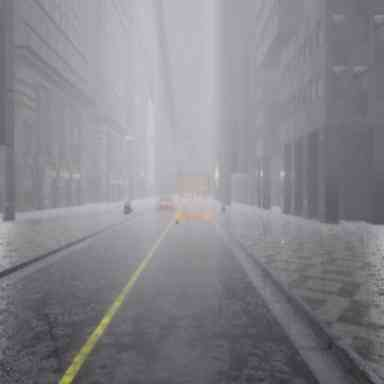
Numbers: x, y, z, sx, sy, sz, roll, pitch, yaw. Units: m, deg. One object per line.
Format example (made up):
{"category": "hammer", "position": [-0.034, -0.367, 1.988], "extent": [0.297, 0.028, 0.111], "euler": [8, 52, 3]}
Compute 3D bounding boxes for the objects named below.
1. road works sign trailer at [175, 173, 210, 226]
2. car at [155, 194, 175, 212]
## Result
{"category": "road works sign trailer", "position": [0.027, 0.454, 23.189], "extent": [2.380, 3.560, 2.880], "euler": [0, 0, 0]}
{"category": "car", "position": [-3.069, 1.354, 38.862], "extent": [2.097, 1.767, 4.553], "euler": [0, 0, 0]}
